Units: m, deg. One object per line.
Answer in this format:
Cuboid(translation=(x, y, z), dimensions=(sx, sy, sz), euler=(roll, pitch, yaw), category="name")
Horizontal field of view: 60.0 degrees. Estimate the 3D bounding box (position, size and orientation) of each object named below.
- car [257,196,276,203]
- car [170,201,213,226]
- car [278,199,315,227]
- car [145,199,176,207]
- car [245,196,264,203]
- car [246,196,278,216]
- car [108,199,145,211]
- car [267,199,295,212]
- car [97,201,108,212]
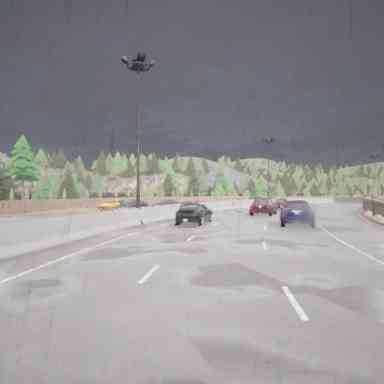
Cuboid(translation=(16.058, 1.621, 71.347), dimensions=(1.812, 1.442, 4.674), euler=(-1, -1, 43), category="car")
Cuboid(translation=(0.229, 1.560, 23.896), dimensions=(1.837, 1.490, 4.892), euler=(0, 0, 16), category="car")
Cuboid(translation=(7.265, 1.382, 23.088), dimensions=(2.097, 1.767, 4.553), euler=(0, 0, 16), category="car")
Cuboid(translation=(-2.887, 1.613, 36.775), dimensions=(1.837, 1.490, 4.892), euler=(0, 0, 23), category="car")
Cuboid(translation=(13.899, 1.608, 74.144), dimensions=(1.837, 1.490, 4.892), euler=(-1, -1, 43), category="car")
Cuboid(translation=(7.218, 1.408, 33.225), dimensions=(2.097, 1.767, 4.553), euler=(0, 0, 23), category="car")
Cuboid(translation=(-6.643, 1.613, 36.840), dimensions=(2.128, 1.511, 4.902), euler=(0, 0, 23), category="car")
Cuboid(translation=(11.439, 1.621, 42.250), dimensions=(2.033, 1.411, 5.357), euler=(0, 0, 31), category="car")
Cuboid(translation=(-9.212, 1.622, 39.748), dimensions=(1.882, 1.535, 5.008), euler=(0, 0, 23), category="car")
